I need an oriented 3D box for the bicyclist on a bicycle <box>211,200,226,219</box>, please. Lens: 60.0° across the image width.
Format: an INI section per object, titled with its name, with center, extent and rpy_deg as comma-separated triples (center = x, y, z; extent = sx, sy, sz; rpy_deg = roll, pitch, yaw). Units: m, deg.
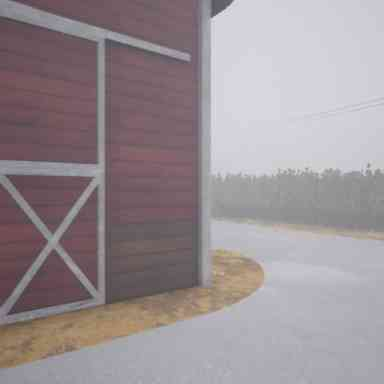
[bicyclist on a bicycle]
center = 2.188, 1.460, 27.524
extent = 1.656, 1.620, 0.582
rpy_deg = 1, 0, -32
